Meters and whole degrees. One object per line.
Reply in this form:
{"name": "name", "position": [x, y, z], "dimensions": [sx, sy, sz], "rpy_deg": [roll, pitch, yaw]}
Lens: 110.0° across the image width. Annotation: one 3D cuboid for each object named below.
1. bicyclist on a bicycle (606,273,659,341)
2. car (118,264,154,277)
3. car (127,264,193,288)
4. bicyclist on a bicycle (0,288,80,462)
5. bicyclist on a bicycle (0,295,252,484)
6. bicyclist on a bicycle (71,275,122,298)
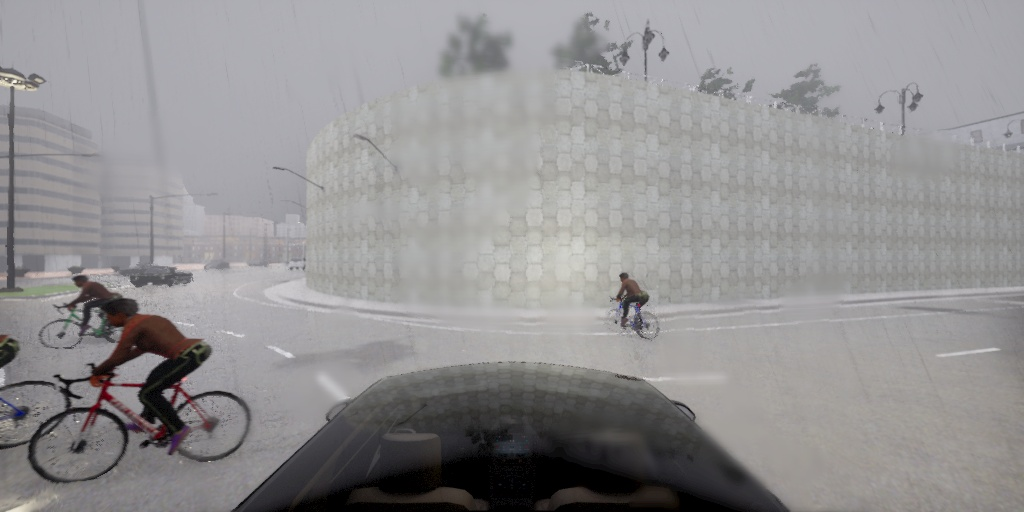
{"name": "bicyclist on a bicycle", "position": [2.967, 1.246, 9.013], "dimensions": [0.582, 1.620, 1.656], "rpy_deg": [0, -3, -31]}
{"name": "car", "position": [-40.520, 1.556, 39.479], "dimensions": [1.895, 1.301, 4.718], "rpy_deg": [0, 0, -16]}
{"name": "car", "position": [-24.326, 1.478, 25.153], "dimensions": [1.895, 1.301, 4.718], "rpy_deg": [0, 0, -26]}
{"name": "bicyclist on a bicycle", "position": [-5.426, 1.213, 3.345], "dimensions": [0.582, 1.620, 1.656], "rpy_deg": [0, 2, 31]}
{"name": "bicyclist on a bicycle", "position": [-3.391, 1.203, 3.326], "dimensions": [1.656, 1.620, 0.582], "rpy_deg": [-2, 0, -18]}
{"name": "bicyclist on a bicycle", "position": [-9.405, 1.239, 8.029], "dimensions": [1.656, 1.620, 0.582], "rpy_deg": [-2, 1, -27]}
